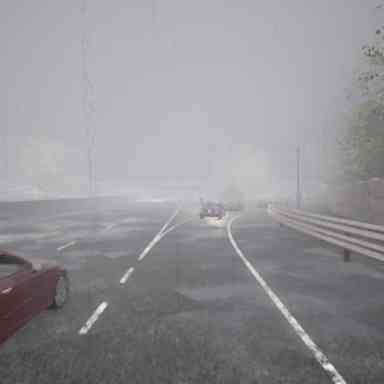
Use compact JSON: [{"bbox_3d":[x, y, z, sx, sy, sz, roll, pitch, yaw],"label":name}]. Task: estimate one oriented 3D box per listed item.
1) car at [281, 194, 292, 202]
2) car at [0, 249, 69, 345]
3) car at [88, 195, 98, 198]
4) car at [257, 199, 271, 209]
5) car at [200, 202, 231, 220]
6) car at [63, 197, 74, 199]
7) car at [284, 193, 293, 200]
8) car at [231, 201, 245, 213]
[{"bbox_3d":[22.830,1.794,81.171,1.882,1.535,5.008,0,3,20],"label":"car"},{"bbox_3d":[-3.402,1.525,4.847,1.812,1.442,4.674,0,0,0],"label":"car"},{"bbox_3d":[-24.508,1.546,82.115,2.128,1.511,4.902,0,0,0],"label":"car"},{"bbox_3d":[12.912,2.045,58.229,2.097,1.767,4.553,0,0,25],"label":"car"},{"bbox_3d":[1.949,1.599,29.415,2.033,1.411,5.357,1,0,12],"label":"car"},{"bbox_3d":[-24.507,1.601,65.835,1.895,1.301,4.718,0,0,0],"label":"car"},{"bbox_3d":[26.312,1.243,90.617,2.128,1.511,4.902,0,4,19],"label":"car"},{"bbox_3d":[5.295,1.878,41.298,2.033,1.411,5.357,0,-1,20],"label":"car"}]
